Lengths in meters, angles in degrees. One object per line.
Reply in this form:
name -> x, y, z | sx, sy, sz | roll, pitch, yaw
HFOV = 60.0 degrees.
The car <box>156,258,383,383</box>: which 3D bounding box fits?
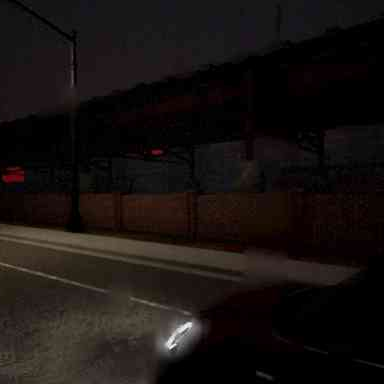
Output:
car -> 1.864, 1.352, 2.662 | 4.553, 1.767, 2.097 | 0, 0, 35
